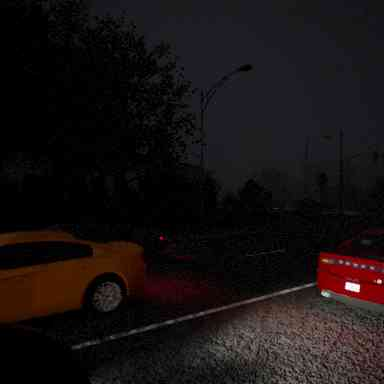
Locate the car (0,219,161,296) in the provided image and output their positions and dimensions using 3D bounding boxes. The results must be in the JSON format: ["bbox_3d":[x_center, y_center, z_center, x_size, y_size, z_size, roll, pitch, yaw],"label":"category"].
[{"bbox_3d":[-3.249,1.477,5.973,5.008,1.535,1.882,0,0,-35],"label":"car"}]

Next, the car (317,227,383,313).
[{"bbox_3d":[4.768,1.478,7.124,5.008,1.535,1.882,0,0,-35],"label":"car"}]

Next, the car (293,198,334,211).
[{"bbox_3d":[14.466,1.477,39.825,1.882,1.535,5.008,0,0,-33],"label":"car"}]

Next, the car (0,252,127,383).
[{"bbox_3d":[-2.985,1.492,1.625,4.902,1.511,2.128,0,0,-35],"label":"car"}]

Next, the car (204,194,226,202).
[{"bbox_3d":[4.743,1.292,68.783,2.128,1.511,4.902,0,1,-33],"label":"car"}]

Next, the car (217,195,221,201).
[{"bbox_3d":[3.918,1.454,56.637,1.812,1.442,4.674,0,1,-32],"label":"car"}]

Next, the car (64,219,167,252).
[{"bbox_3d":[-3.422,1.547,10.141,5.357,1.411,2.033,0,0,-35],"label":"car"}]
